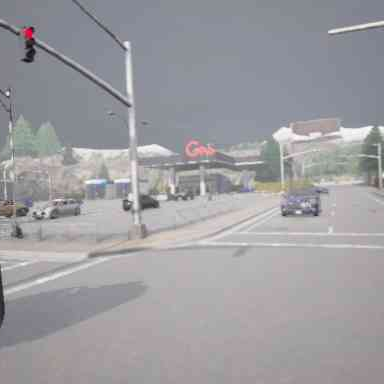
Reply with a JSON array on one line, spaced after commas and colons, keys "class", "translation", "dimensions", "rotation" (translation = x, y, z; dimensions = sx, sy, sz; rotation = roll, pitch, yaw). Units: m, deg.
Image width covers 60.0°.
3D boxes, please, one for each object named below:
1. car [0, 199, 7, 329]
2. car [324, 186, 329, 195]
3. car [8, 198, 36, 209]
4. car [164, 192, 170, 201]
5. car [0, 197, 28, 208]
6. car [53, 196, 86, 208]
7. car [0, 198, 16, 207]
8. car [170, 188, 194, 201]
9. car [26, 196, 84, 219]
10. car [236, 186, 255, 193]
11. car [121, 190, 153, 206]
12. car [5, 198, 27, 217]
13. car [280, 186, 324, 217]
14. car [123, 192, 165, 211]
[{"class": "car", "translation": [-4.966, 1.221, 3.350], "dimensions": [5.357, 2.033, 1.411], "rotation": [-3, 30, -26]}, {"class": "car", "translation": [17.848, -0.224, 45.843], "dimensions": [1.895, 1.301, 4.718], "rotation": [-2, 1, 24]}, {"class": "car", "translation": [-27.516, 1.845, 53.976], "dimensions": [1.845, 1.501, 3.633], "rotation": [-2, 1, 23]}, {"class": "car", "translation": [-3.912, 0.718, 52.089], "dimensions": [1.970, 1.475, 3.806], "rotation": [-2, 1, 23]}, {"class": "car", "translation": [-35.301, 2.046, 65.747], "dimensions": [2.152, 1.636, 5.027], "rotation": [-2, 1, 23]}, {"class": "car", "translation": [-18.384, 1.430, 49.939], "dimensions": [2.007, 1.523, 4.514], "rotation": [-2, 1, 23]}, {"class": "car", "translation": [-38.194, 2.181, 66.954], "dimensions": [2.007, 1.523, 4.514], "rotation": [-2, 1, 23]}, {"class": "car", "translation": [-1.126, 0.325, 50.194], "dimensions": [1.905, 1.878, 3.866], "rotation": [-2, 1, 23]}, {"class": "car", "translation": [-11.067, 1.388, 27.358], "dimensions": [1.970, 1.475, 3.806], "rotation": [-2, 1, 23]}, {"class": "car", "translation": [12.954, -0.533, 81.137], "dimensions": [4.611, 1.667, 2.242], "rotation": [-2, 1, 23]}, {"class": "car", "translation": [-7.273, 0.762, 44.300], "dimensions": [1.932, 1.855, 4.605], "rotation": [-2, 1, 23]}, {"class": "car", "translation": [-17.076, 1.576, 29.627], "dimensions": [2.152, 1.636, 5.027], "rotation": [-2, 1, 23]}, {"class": "car", "translation": [6.864, 0.514, 20.818], "dimensions": [2.097, 1.767, 4.553], "rotation": [-2, 0, 24]}, {"class": "car", "translation": [-4.899, 1.052, 32.353], "dimensions": [2.007, 1.523, 4.514], "rotation": [-2, 1, 23]}]
